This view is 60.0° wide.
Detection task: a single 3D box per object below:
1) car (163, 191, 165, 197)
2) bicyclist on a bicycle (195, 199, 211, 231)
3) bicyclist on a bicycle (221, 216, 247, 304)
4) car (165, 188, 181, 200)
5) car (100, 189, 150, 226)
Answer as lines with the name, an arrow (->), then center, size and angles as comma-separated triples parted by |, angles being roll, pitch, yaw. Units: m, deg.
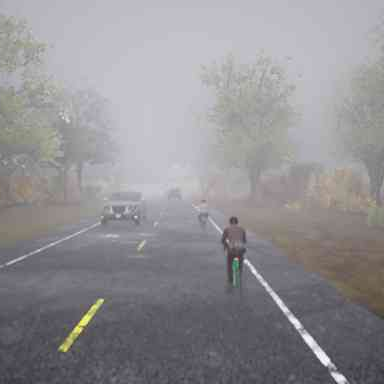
car -> -5.297, 0.213, 73.811 | 1.882, 1.535, 5.008 | 0, 1, -8
bicyclist on a bicycle -> 0.591, 1.164, 17.197 | 0.866, 1.612, 1.509 | 0, 1, -2
bicyclist on a bicycle -> 0.880, 1.343, 6.871 | 0.582, 1.620, 1.656 | 0, 1, -1
car -> -3.060, 0.270, 56.404 | 2.150, 2.045, 5.566 | 0, 1, -6
car -> -4.075, 0.895, 20.674 | 2.150, 2.045, 5.566 | 0, 1, -2
